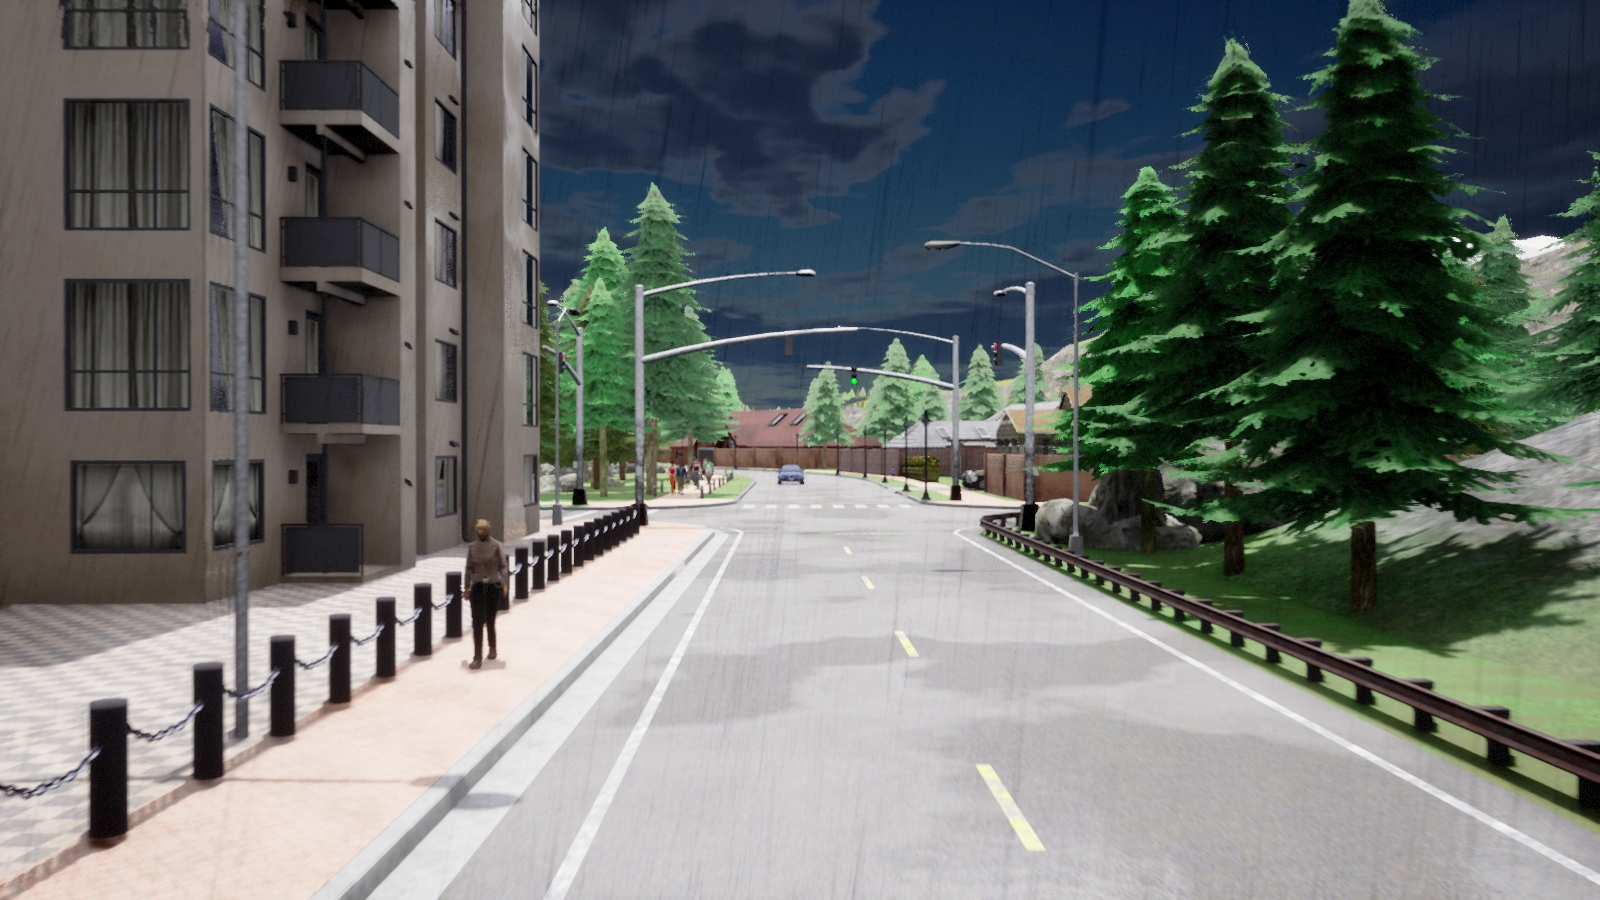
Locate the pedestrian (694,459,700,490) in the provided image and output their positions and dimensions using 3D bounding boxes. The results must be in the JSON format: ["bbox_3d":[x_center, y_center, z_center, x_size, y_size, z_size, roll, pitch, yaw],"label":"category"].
[{"bbox_3d":[-6.255,1.470,69.425,0.375,1.860,0.375,0,0,-1],"label":"pedestrian"}]

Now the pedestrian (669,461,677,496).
[{"bbox_3d":[-6.778,1.494,60.886,0.375,1.860,0.375,0,0,-14],"label":"pedestrian"}]

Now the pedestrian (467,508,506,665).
[{"bbox_3d":[-3.816,1.652,13.900,0.375,1.860,0.375,0,0,-1],"label":"pedestrian"}]

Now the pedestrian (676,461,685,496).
[{"bbox_3d":[-6.291,1.495,60.244,0.375,1.860,0.375,0,0,6],"label":"pedestrian"}]

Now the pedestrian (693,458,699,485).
[{"bbox_3d":[-7.028,1.451,76.907,0.375,1.860,0.375,0,0,0],"label":"pedestrian"}]

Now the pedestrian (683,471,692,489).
[{"bbox_3d":[-6.954,1.850,70.517,0.500,1.100,0.500,0,0,-3],"label":"pedestrian"}]
